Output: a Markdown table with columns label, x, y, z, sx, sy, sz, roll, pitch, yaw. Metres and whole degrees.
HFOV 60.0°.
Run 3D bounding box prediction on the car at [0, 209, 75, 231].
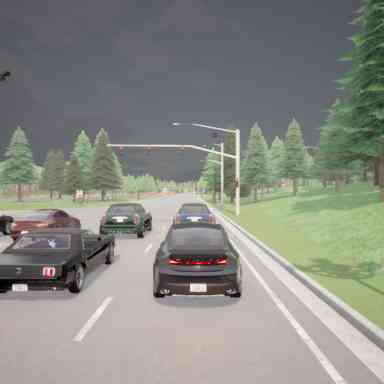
| label | x | y | z | sx | sy | sz | roll | pitch | yaw |
| --- | --- | --- | --- | --- | --- | --- | --- | --- | --- |
| car | -6.883 | 1.526 | 16.008 | 1.812 | 1.442 | 4.674 | 0 | 0 | 0 |

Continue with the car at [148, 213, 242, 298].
| label | x | y | z | sx | sy | sz | roll | pitch | yaw |
| --- | --- | --- | --- | --- | --- | --- | --- | --- | --- |
| car | 0.109 | 1.505 | 8.512 | 1.837 | 1.490 | 4.892 | 0 | 0 | 0 |

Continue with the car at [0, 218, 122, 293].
| label | x | y | z | sx | sy | sz | roll | pitch | yaw |
| --- | --- | --- | --- | --- | --- | --- | --- | --- | --- |
| car | -3.390 | 1.601 | 8.793 | 1.895 | 1.301 | 4.718 | 0 | 0 | 0 |

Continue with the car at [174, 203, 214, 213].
| label | x | y | z | sx | sy | sz | roll | pitch | yaw |
| --- | --- | --- | --- | --- | --- | --- | --- | --- | --- |
| car | 0.118 | 1.352 | 17.606 | 2.097 | 1.767 | 4.553 | 0 | 0 | 0 |

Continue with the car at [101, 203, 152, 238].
| label | x | y | z | sx | sy | sz | roll | pitch | yaw |
| --- | --- | --- | --- | --- | --- | --- | --- | --- | --- |
| car | -3.381 | 1.352 | 17.750 | 2.097 | 1.767 | 4.553 | 0 | 0 | 0 |
